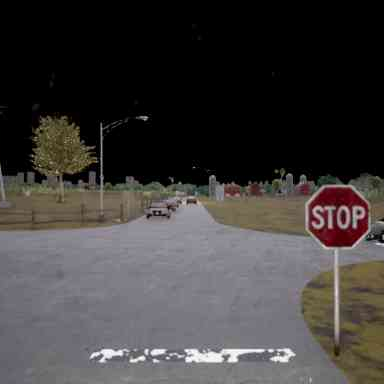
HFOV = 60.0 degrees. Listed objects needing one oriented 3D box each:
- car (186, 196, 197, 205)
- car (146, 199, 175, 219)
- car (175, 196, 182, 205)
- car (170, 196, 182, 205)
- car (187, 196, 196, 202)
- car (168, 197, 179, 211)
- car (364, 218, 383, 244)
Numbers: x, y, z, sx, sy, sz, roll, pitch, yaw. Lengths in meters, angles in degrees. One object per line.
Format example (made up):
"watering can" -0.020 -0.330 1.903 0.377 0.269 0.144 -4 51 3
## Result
"car" -0.072 1.554 60.816 1.882 1.535 5.008 0 0 0
"car" -2.871 1.592 29.504 1.994 1.385 4.181 0 0 0
"car" -2.889 1.546 49.685 2.128 1.511 4.902 0 0 1
"car" -2.864 1.555 60.896 1.882 1.535 5.008 0 0 0
"car" -0.085 1.486 71.243 1.994 1.385 4.181 0 0 0
"car" -2.883 1.640 39.423 1.895 1.301 4.718 0 0 0
"car" 10.599 1.777 16.350 4.892 1.490 1.837 1 -1 0
